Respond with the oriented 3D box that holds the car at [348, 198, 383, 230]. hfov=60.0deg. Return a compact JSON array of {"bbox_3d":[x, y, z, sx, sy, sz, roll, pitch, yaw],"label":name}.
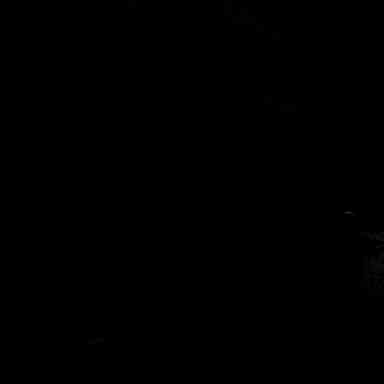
[{"bbox_3d":[10.657,1.214,17.463,2.097,1.767,4.553,0,0,-7],"label":"car"}]
